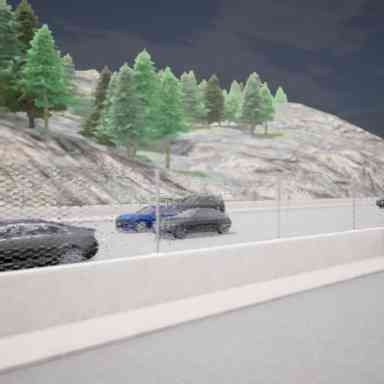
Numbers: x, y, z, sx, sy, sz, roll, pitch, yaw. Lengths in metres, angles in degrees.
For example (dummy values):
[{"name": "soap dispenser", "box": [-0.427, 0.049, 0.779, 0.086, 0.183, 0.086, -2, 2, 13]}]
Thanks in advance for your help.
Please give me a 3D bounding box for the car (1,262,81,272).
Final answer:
[{"name": "car", "box": [-5.046, 1.515, 9.086, 4.902, 1.511, 2.128, 0, 0, -36]}]
